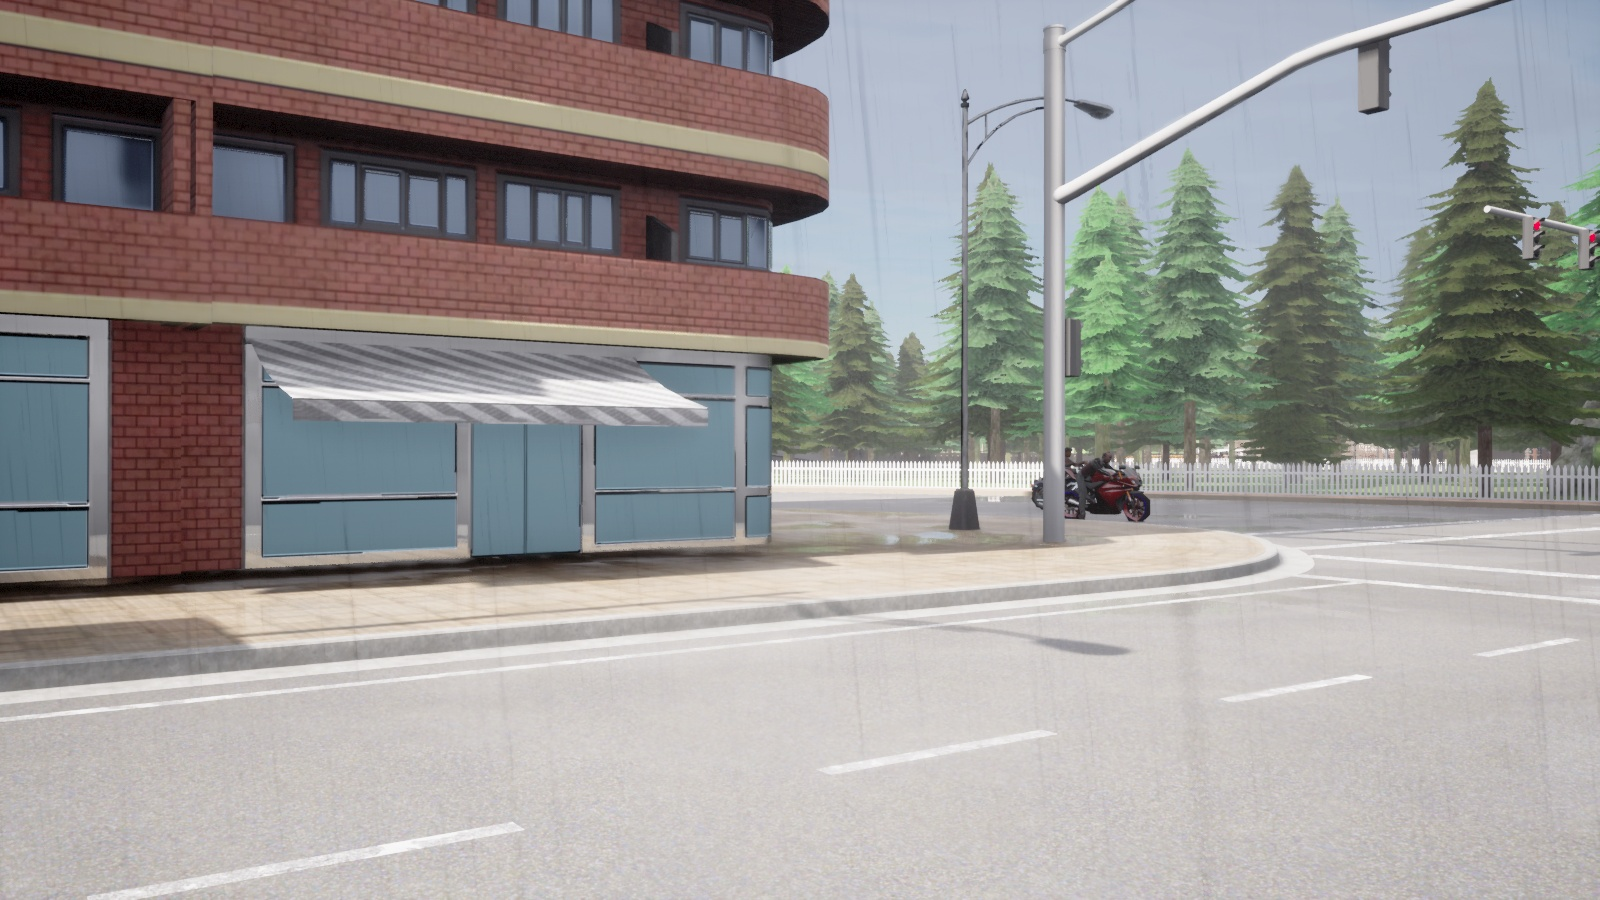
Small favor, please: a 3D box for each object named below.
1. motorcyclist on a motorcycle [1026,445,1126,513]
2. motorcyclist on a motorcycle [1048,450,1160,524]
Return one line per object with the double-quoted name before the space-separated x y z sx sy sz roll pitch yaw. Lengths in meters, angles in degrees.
"motorcyclist on a motorcycle" 6.888 0.702 31.439 2.350 1.649 0.766 0 0 38
"motorcyclist on a motorcycle" 6.551 0.777 27.116 2.191 1.530 0.866 0 0 42
